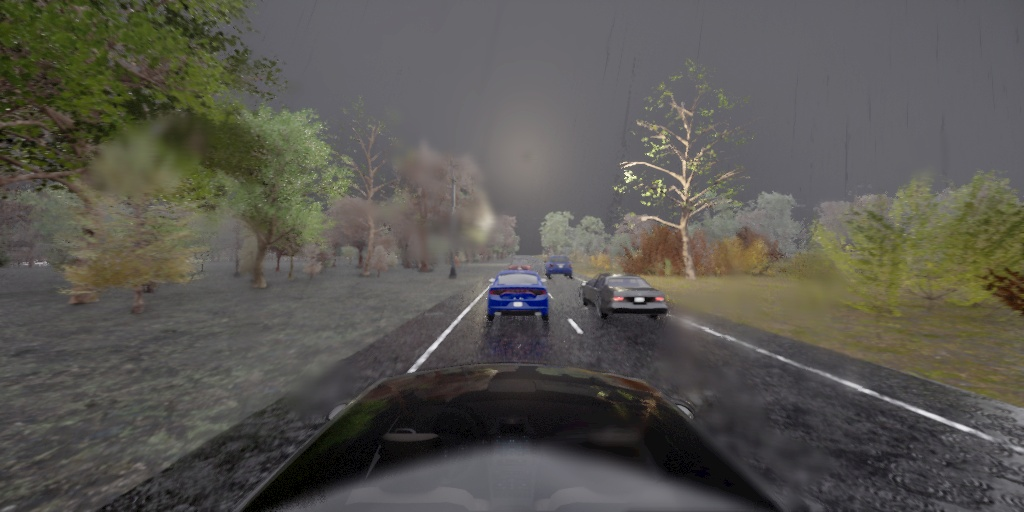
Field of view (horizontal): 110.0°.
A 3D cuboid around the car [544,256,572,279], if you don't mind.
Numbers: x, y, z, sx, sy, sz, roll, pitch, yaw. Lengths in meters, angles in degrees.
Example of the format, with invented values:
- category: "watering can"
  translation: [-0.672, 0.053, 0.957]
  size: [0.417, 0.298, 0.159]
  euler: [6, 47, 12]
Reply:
- category: "car"
  translation: [4.197, 0.979, 32.868]
  size: [2.150, 2.045, 5.566]
  euler: [0, 0, 2]

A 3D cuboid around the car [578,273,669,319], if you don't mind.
- category: "car"
  translation: [3.691, 1.302, 12.800]
  size: [2.033, 1.411, 5.357]
  euler: [0, 0, 1]

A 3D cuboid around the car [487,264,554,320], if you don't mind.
- category: "car"
  translation: [0.208, 1.229, 12.714]
  size: [1.882, 1.535, 5.008]
  euler: [0, 0, 1]

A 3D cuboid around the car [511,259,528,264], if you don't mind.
- category: "car"
  translation: [0.714, 1.106, 33.235]
  size: [2.097, 1.767, 4.553]
  euler: [0, 0, 2]
